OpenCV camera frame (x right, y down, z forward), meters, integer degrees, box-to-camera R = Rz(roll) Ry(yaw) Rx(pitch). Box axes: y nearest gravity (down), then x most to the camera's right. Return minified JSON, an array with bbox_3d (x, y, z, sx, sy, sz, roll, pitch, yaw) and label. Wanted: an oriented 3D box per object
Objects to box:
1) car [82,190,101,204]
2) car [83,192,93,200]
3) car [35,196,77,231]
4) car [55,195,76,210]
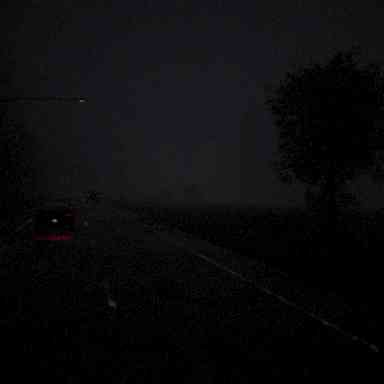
[{"bbox_3d":[-15.305,0.721,51.297,2.150,2.045,5.566,2,0,-19],"label":"car"},{"bbox_3d":[-22.088,0.809,70.275,1.812,1.442,4.674,2,0,-19],"label":"car"},{"bbox_3d":[-7.595,1.237,18.772,1.882,1.535,5.008,2,0,-19],"label":"car"},{"bbox_3d":[-13.584,1.131,35.806,1.994,1.385,4.181,2,0,-19],"label":"car"}]
